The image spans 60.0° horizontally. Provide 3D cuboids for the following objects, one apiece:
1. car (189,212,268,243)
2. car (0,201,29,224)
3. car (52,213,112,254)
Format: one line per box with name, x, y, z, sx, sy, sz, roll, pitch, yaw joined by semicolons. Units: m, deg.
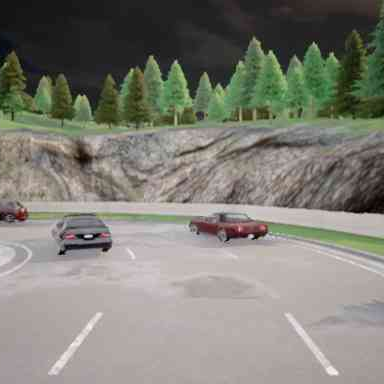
car;1.597;1.668;16.700;1.895;1.301;4.718;0;0;-27
car;-14.948;1.452;25.073;4.553;1.767;2.097;0;0;-4
car;-4.679;1.603;13.864;2.033;1.411;5.357;0;0;-25
